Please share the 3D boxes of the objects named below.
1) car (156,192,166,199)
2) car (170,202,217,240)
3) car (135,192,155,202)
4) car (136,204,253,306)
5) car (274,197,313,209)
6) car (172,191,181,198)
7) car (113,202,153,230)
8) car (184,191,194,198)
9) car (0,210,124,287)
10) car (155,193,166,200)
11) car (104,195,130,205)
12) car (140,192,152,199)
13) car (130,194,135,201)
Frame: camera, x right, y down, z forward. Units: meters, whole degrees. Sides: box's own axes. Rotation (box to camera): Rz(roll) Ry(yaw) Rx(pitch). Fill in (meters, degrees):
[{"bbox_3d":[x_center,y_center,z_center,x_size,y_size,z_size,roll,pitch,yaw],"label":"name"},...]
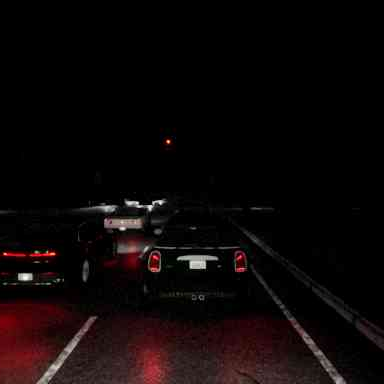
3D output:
[{"bbox_3d":[-7.232,0.839,78.862,2.033,1.411,5.357,0,1,-1],"label":"car"},{"bbox_3d":[0.089,1.388,17.348,2.128,1.511,4.902,0,0,1],"label":"car"},{"bbox_3d":[-6.766,1.102,48.460,1.882,1.535,5.008,0,0,-4],"label":"car"},{"bbox_3d":[0.101,1.323,8.152,2.097,1.767,4.553,0,0,0],"label":"car"},{"bbox_3d":[12.191,1.306,39.206,4.718,1.301,1.895,0,1,-3],"label":"car"},{"bbox_3d":[-4.014,0.692,85.661,1.837,1.490,4.892,0,1,-4],"label":"car"},{"bbox_3d":[-3.405,1.487,18.530,1.895,1.301,4.718,0,1,0],"label":"car"},{"bbox_3d":[-0.539,0.707,86.157,1.812,1.442,4.674,0,1,-4],"label":"car"},{"bbox_3d":[-3.400,1.468,9.210,1.837,1.490,4.892,0,0,0],"label":"car"},{"bbox_3d":[-7.052,1.036,68.183,1.895,1.301,4.718,0,1,0],"label":"car"},{"bbox_3d":[-11.059,1.121,47.927,2.128,1.511,4.902,0,0,7],"label":"car"},{"bbox_3d":[-10.694,0.844,77.388,2.128,1.511,4.902,0,1,-1],"label":"car"},{"bbox_3d":[-10.579,1.099,62.368,1.895,1.301,4.718,0,1,0],"label":"car"}]
